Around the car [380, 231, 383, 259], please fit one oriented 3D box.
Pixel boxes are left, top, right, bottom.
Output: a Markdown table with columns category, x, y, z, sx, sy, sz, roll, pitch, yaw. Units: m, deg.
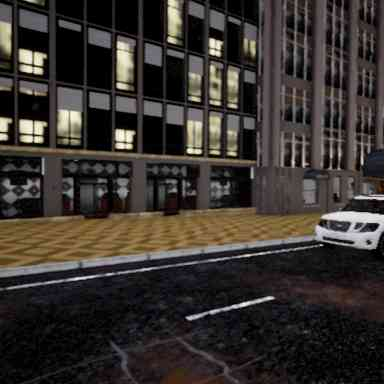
| category | x | y | z | sx | sy | sz | roll | pitch | yaw |
| --- | --- | --- | --- | --- | --- | --- | --- | --- | --- |
| car | 7.255 | 1.343 | 8.731 | 4.553 | 1.767 | 2.097 | 1 | 1 | -34 |

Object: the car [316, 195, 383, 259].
| category | x | y | z | sx | sy | sz | roll | pitch | yaw |
| --- | --- | --- | --- | --- | --- | --- | --- | --- | --- |
| car | 7.088 | 1.133 | 12.553 | 5.566 | 2.045 | 2.150 | 1 | 1 | -34 |
